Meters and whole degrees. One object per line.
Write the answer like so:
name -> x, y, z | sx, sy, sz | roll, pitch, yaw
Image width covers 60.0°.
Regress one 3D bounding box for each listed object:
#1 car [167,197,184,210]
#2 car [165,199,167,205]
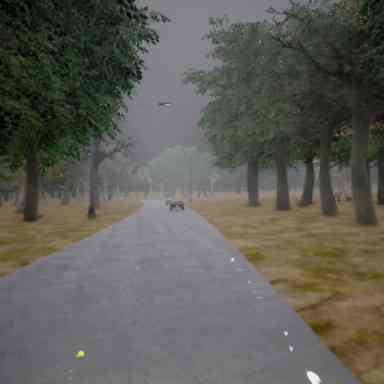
car -> -2.110, 1.648, 45.568 | 1.837, 1.490, 4.892 | 0, 0, -5
car -> -4.086, 1.759, 63.362 | 1.812, 1.442, 4.674 | 0, 0, -7
